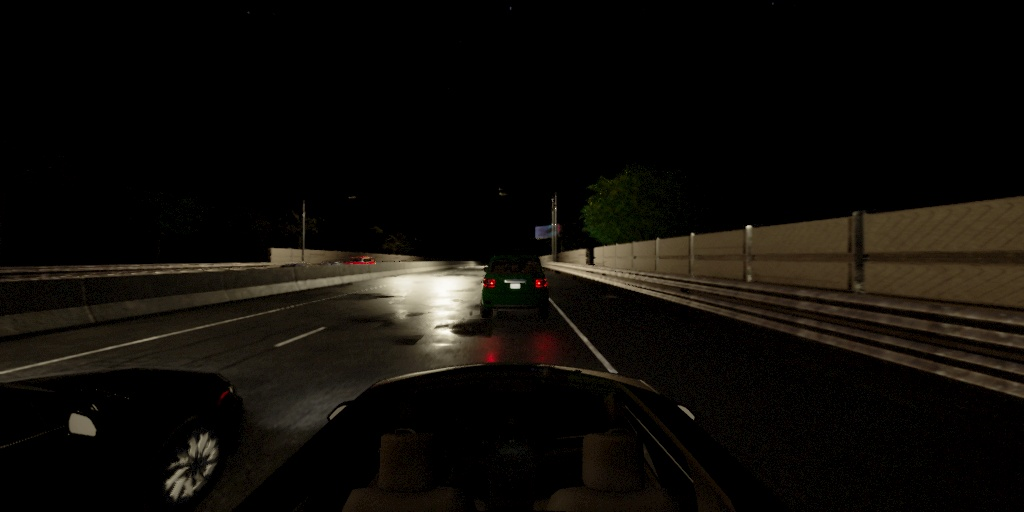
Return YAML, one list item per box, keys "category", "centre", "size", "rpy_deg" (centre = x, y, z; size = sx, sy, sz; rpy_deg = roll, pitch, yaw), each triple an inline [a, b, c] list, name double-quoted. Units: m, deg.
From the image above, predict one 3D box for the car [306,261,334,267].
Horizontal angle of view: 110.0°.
- category: "car"
  centre: [-21.092, 1.384, 41.454]
  size: [2.128, 1.511, 4.902]
  rpy_deg: [0, 0, 0]

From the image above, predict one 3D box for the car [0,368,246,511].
- category: "car"
  centre: [-3.400, 1.255, 1.344]
  size: [1.837, 1.490, 4.892]
  rpy_deg: [0, 0, 0]

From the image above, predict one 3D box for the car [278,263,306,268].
- category: "car"
  centre: [-24.586, 1.448, 40.245]
  size: [1.994, 1.385, 4.181]
  rpy_deg: [0, 0, 0]

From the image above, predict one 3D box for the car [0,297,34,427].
- category: "car"
  centre: [-6.900, 1.256, 2.042]
  size: [1.837, 1.490, 4.892]
  rpy_deg: [0, 0, 0]

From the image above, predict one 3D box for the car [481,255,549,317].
- category: "car"
  centre: [0.099, 0.987, 13.278]
  size: [2.150, 2.045, 5.566]
  rpy_deg: [0, 0, 0]

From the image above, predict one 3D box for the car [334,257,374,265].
- category: "car"
  centre: [-17.595, 1.110, 41.004]
  size: [2.150, 2.045, 5.566]
  rpy_deg: [0, 0, 0]
